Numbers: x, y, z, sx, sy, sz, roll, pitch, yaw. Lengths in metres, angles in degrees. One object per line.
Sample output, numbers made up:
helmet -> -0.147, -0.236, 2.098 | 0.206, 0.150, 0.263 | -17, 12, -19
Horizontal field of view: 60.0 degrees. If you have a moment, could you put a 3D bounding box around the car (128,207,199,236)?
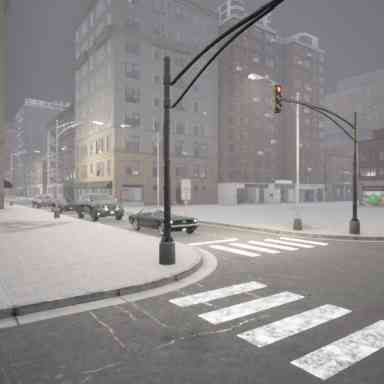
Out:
car -> -1.661, 1.527, 18.151 | 1.895, 1.301, 4.718 | 0, 0, -36

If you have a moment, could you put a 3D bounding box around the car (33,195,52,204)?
car -> -25.423, 1.270, 56.545 | 2.033, 1.411, 5.357 | 0, 0, -35

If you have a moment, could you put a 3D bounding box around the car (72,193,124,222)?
car -> -7.304, 1.102, 26.054 | 2.150, 2.045, 5.566 | 0, 0, -35

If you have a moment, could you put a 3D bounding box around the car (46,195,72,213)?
car -> -13.175, 1.311, 34.312 | 1.882, 1.535, 5.008 | 0, 0, -36

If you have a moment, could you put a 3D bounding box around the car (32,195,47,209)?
car -> -19.078, 1.140, 42.648 | 2.097, 1.767, 4.553 | 0, 0, -35
